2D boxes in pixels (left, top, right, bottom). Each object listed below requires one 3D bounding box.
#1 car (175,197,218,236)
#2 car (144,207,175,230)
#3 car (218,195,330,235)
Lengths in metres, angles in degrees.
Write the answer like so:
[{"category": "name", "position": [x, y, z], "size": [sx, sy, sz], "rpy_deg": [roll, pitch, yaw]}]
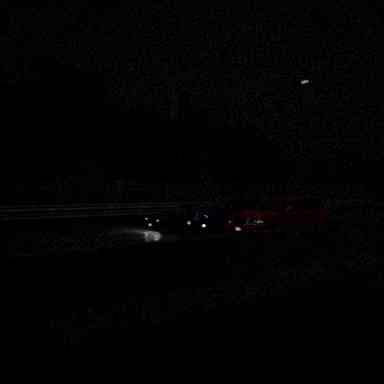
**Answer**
[{"category": "car", "position": [2.100, 1.207, 18.391], "size": [5.566, 2.045, 2.150], "rpy_deg": [0, 0, -36]}, {"category": "car", "position": [-0.284, 1.533, 20.990], "size": [5.357, 1.411, 2.033], "rpy_deg": [0, 0, -36]}, {"category": "car", "position": [4.172, 1.207, 15.570], "size": [5.566, 2.045, 2.150], "rpy_deg": [0, 0, -36]}]
